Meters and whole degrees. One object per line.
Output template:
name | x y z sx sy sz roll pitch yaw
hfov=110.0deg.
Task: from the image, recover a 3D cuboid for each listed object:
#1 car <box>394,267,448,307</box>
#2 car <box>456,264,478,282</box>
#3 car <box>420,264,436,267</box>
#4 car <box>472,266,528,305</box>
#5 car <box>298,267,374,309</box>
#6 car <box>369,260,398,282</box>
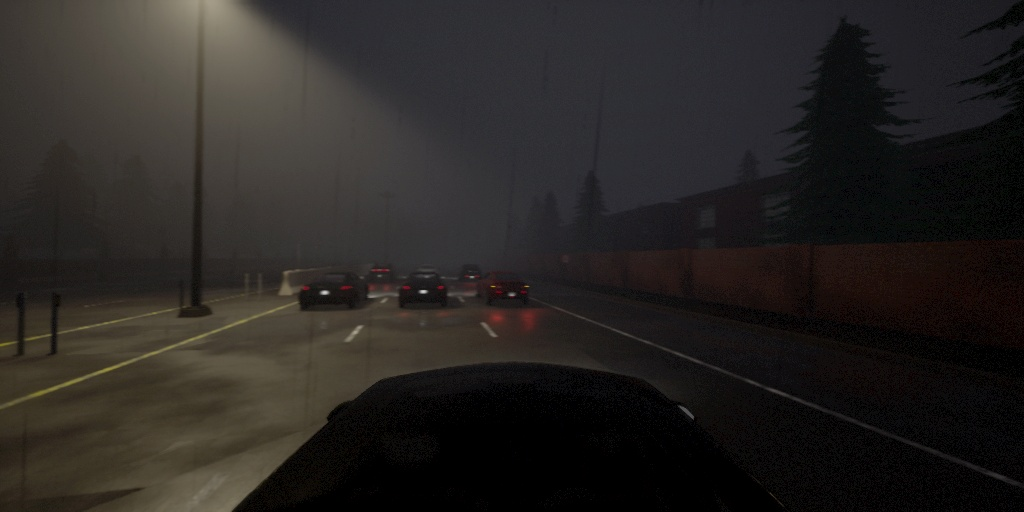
car | -3.909 1.369 15.916 1.994 1.385 4.181 1 0 -13
car | -3.692 1.427 31.063 1.837 1.490 4.892 1 0 -12
car | -7.130 1.396 30.411 1.812 1.442 4.674 1 0 -12
car | -0.528 1.381 16.834 1.812 1.442 4.674 1 0 -13
car | -7.303 1.318 15.063 1.994 1.385 4.181 1 0 -13
car | -10.536 1.313 29.600 2.128 1.511 4.902 1 0 -12
